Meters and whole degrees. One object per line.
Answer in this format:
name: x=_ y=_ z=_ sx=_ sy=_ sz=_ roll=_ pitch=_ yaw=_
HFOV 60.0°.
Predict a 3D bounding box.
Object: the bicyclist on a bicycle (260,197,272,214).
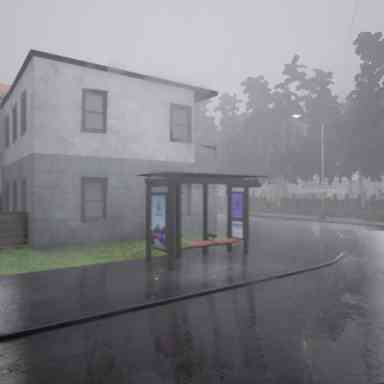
bicyclist on a bicycle: x=7.241 y=1.353 z=32.471 sx=1.656 sy=1.620 sz=0.582 roll=0 pitch=0 yaw=-35
